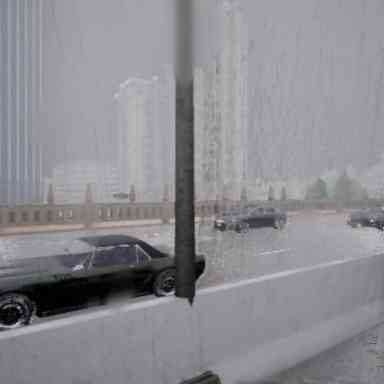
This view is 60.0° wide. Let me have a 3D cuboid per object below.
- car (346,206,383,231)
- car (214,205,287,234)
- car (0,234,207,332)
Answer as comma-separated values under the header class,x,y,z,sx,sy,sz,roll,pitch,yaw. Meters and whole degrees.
class,x,y,z,sx,sy,sz,roll,pitch,yaw
car,12.011,1.573,21.146,5.357,1.411,2.033,0,0,-35
car,3.465,1.503,19.354,4.902,1.511,2.128,0,0,-35
car,-2.088,1.601,6.801,4.718,1.301,1.895,0,0,-35
